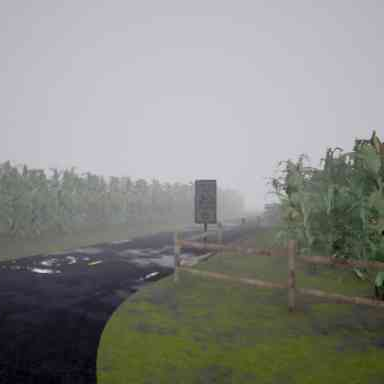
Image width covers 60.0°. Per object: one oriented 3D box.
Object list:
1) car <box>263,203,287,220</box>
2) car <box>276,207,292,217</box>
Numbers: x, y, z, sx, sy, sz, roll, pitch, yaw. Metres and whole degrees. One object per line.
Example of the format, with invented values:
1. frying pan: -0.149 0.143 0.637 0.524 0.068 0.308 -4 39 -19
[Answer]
1. car: 10.404 2.430 41.956 2.150 2.045 5.566 0 -2 23
2. car: 14.280 3.082 51.580 1.994 1.385 4.181 0 -2 22
